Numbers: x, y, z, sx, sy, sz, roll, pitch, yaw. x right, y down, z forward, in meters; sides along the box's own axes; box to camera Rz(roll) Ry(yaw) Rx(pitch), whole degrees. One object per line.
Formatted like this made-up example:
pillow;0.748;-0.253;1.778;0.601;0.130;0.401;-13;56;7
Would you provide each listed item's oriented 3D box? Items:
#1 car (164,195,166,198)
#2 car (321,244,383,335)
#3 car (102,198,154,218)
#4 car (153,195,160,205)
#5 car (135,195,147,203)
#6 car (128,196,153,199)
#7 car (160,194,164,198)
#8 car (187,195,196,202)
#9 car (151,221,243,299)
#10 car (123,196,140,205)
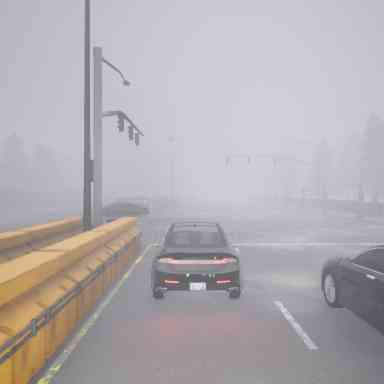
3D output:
car;-7.083;1.355;75.811;2.097;1.767;4.553;0;0;0
car;3.596;1.505;5.027;1.837;1.490;4.892;0;0;0
car;-6.006;1.564;30.241;4.181;1.385;1.994;0;0;-33
car;-7.149;1.547;56.022;2.033;1.411;5.357;0;0;0
car;-10.575;1.478;69.111;1.882;1.535;5.008;0;0;0
car;-7.149;1.352;46.548;2.097;1.767;4.553;0;0;0
car;-7.108;1.526;65.836;1.812;1.442;4.674;0;0;0
car;-0.083;1.524;78.592;1.812;1.442;4.674;0;0;0
car;0.075;1.492;8.440;2.128;1.511;4.902;0;0;-1
car;-10.641;1.491;59.022;2.128;1.511;4.902;0;0;0
